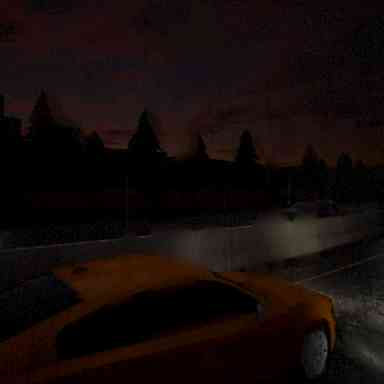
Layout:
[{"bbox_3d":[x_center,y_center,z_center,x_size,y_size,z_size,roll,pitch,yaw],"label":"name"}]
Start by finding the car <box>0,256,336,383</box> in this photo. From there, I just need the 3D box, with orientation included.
[{"bbox_3d":[-0.396,1.478,3.643,5.008,1.535,1.882,0,0,-36],"label":"car"}]

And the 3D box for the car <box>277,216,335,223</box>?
[{"bbox_3d":[6.776,1.601,19.514,1.895,1.301,4.718,0,0,44],"label":"car"}]
